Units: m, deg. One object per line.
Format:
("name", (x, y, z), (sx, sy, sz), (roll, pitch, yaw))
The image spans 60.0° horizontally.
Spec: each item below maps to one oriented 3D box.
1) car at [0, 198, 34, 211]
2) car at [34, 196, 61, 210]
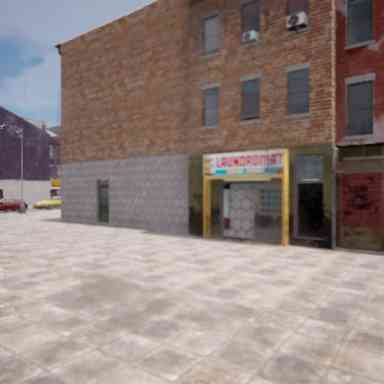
("car", (-18.022, 1.263, 32.035), (1.802, 1.307, 4.206), (2, 2, 36))
("car", (-14.906, 1.090, 36.397), (1.752, 1.417, 4.829), (2, 2, 36))
